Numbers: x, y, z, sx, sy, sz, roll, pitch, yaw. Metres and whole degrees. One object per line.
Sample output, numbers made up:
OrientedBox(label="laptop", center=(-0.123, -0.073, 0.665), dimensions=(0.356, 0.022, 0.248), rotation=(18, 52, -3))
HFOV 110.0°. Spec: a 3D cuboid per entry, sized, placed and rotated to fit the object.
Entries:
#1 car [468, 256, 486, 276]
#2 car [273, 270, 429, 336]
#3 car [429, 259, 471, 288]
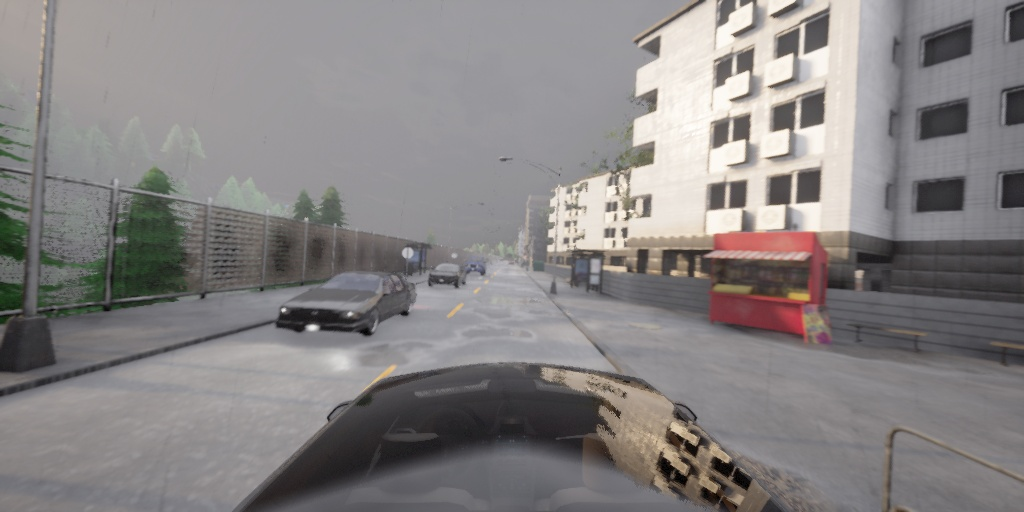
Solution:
OrientedBox(label="car", center=(-4.034, 1.033, 39.877), dimensions=(2.150, 2.045, 5.566), rotation=(3, -1, 0))
OrientedBox(label="car", center=(-4.103, 1.125, 10.068), dimensions=(2.033, 1.411, 5.357), rotation=(3, 0, 0))
OrientedBox(label="car", center=(-4.115, 1.163, 23.498), dimensions=(1.882, 1.535, 5.008), rotation=(3, 0, 0))
